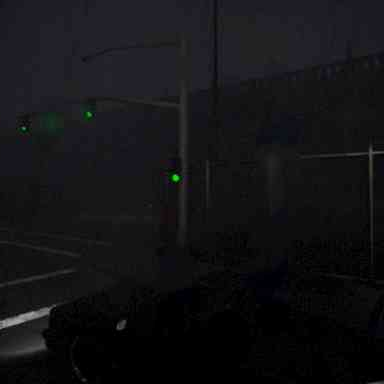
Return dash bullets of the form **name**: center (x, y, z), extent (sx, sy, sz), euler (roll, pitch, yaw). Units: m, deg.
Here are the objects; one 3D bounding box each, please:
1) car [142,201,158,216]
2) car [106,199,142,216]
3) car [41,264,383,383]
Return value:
- **car**: center (-2.228, 1.383, 32.360), extent (2.097, 1.767, 4.553), euler (0, 0, 35)
- **car**: center (-6.169, 1.504, 32.858), extent (1.882, 1.535, 5.008), euler (0, 0, 35)
- **car**: center (0.654, 1.546, 3.502), extent (5.357, 1.411, 2.033), euler (0, 0, 36)
